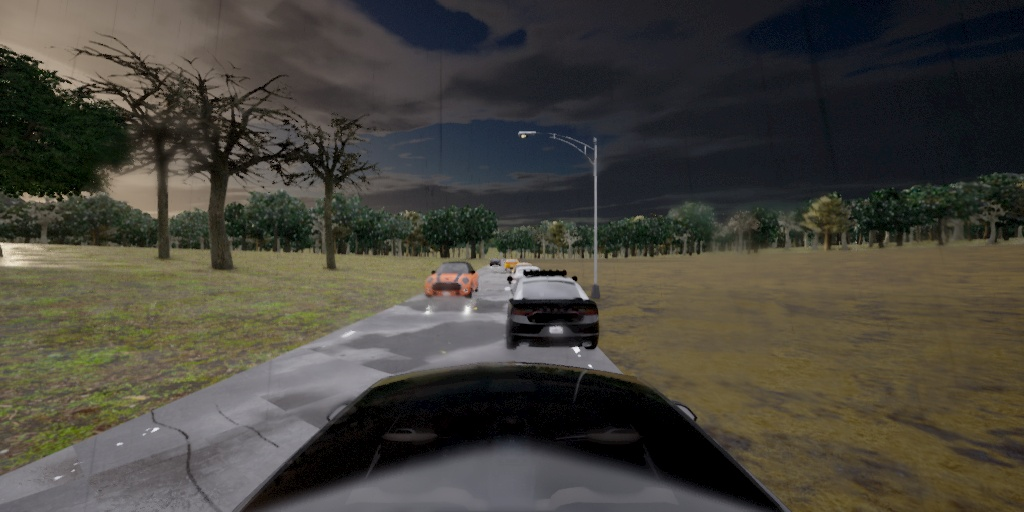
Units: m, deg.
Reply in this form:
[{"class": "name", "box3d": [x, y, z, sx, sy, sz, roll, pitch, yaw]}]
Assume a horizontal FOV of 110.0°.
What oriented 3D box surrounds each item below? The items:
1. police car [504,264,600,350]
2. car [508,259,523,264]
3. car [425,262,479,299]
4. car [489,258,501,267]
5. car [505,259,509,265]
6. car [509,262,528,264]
[{"class": "police car", "box3d": [0.823, 1.167, 9.212, 1.930, 1.638, 5.238, 0, 0, 0]}, {"class": "car", "box3d": [0.820, 1.168, 25.293, 1.801, 1.575, 5.366, 0, 0, 0]}, {"class": "car", "box3d": [-2.853, 1.079, 17.918, 2.097, 1.767, 4.553, 0, 0, 0]}, {"class": "car", "box3d": [-2.830, 1.127, 61.472, 2.033, 1.411, 5.357, 0, 0, 0]}, {"class": "car", "box3d": [0.028, 1.117, 48.502, 1.882, 1.535, 5.008, 0, 0, 0]}, {"class": "car", "box3d": [0.821, 1.251, 19.103, 1.812, 1.442, 4.674, 0, 0, 0]}]
